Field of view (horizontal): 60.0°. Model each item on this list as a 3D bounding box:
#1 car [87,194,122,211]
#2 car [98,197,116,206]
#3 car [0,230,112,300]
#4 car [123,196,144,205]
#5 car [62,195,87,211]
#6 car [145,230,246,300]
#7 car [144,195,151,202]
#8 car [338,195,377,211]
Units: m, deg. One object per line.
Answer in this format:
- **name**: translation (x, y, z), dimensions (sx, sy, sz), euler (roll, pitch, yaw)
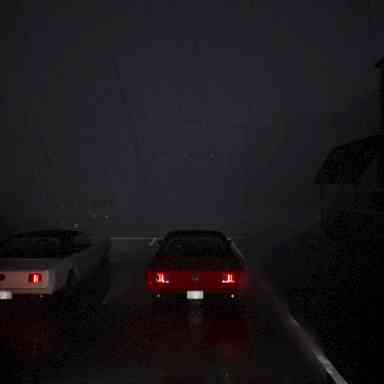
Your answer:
- **car**: translation (-10.607, 1.219, 40.807), dimensions (2.150, 2.045, 5.566), euler (0, 0, 0)
- **car**: translation (-14.088, 1.561, 55.201), dimensions (1.994, 1.385, 4.181), euler (0, 0, 0)
- **car**: translation (-3.424, 1.600, 8.305), dimensions (1.895, 1.301, 4.718), euler (0, 0, 0)
- **car**: translation (-10.561, 1.545, 60.336), dimensions (2.033, 1.411, 5.357), euler (0, 0, 0)
- **car**: translation (-14.101, 1.503, 40.461), dimensions (1.837, 1.490, 4.892), euler (0, 0, 0)
- **car**: translation (0.077, 1.600, 8.323), dimensions (1.895, 1.301, 4.718), euler (0, 0, 0)
- **car**: translation (-10.509, 1.499, 75.541), dimensions (1.812, 1.442, 4.674), euler (0, 0, 0)
- **car**: translation (14.158, 1.056, 28.512), dimensions (4.181, 1.385, 1.994), euler (-14, 0, -1)
